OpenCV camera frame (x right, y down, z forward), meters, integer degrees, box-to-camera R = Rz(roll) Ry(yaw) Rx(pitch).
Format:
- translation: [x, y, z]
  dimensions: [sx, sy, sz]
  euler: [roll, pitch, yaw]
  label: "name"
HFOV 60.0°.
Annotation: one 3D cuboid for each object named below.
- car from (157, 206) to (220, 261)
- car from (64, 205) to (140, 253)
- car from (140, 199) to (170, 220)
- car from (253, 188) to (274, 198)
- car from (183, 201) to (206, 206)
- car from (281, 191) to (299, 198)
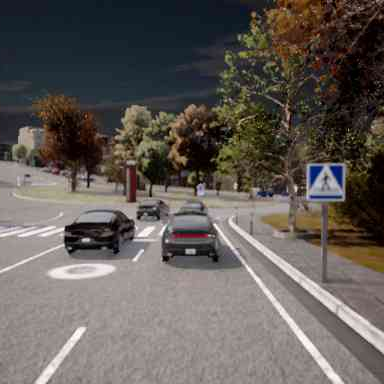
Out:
- translation: [-0.059, 1.478, 12.175]
  dimensions: [1.837, 1.490, 4.892]
  euler: [0, 0, 0]
  label: "car"
- translation: [-3.573, 1.443, 13.631]
  dimensions: [1.882, 1.535, 5.008]
  euler: [0, 0, 0]
  label: "car"
- translation: [-2.997, 1.340, 26.533]
  dimensions: [1.837, 1.490, 4.892]
  euler: [0, 1, 9]
  label: "car"
- translation: [15.151, 0.099, 71.099]
  dimensions: [2.150, 2.045, 5.566]
  euler: [-1, 2, -24]
  label: "car"
- translation: [0.198, 1.408, 24.951]
  dimensions: [2.033, 1.411, 5.357]
  euler: [0, 1, 7]
  label: "car"
- translation: [19.805, 0.390, 67.448]
  dimensions: [1.812, 1.442, 4.674]
  euler: [-1, 2, -15]
  label: "car"
